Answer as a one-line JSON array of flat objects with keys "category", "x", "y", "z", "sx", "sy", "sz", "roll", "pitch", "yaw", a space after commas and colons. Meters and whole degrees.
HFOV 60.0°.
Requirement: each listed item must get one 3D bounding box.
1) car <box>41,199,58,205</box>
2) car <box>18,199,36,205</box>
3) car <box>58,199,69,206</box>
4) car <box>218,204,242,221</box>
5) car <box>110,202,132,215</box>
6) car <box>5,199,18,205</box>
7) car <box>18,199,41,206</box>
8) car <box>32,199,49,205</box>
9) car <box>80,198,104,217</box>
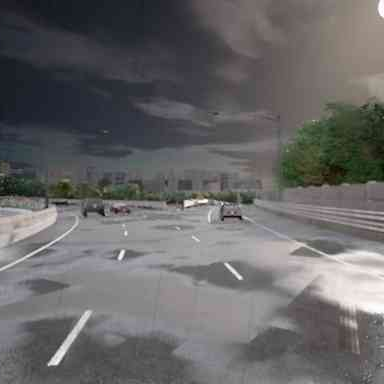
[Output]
[{"category": "car", "x": -32.999, "y": 2.362, "z": 75.126, "sx": 4.553, "sy": 1.767, "sz": 2.097, "roll": -1, "pitch": -1, "yaw": 41}, {"category": "car", "x": -40.598, "y": 2.459, "z": 81.669, "sx": 5.008, "sy": 1.535, "sz": 1.882, "roll": -1, "pitch": -1, "yaw": 36}, {"category": "car", "x": -30.641, "y": 2.483, "z": 77.714, "sx": 5.008, "sy": 1.535, "sz": 1.882, "roll": -1, "pitch": -1, "yaw": 41}, {"category": "car", "x": 3.422, "y": 1.766, "z": 29.896, "sx": 2.033, "sy": 1.411, "sz": 5.357, "roll": -1, "pitch": 0, "yaw": 2}, {"category": "car", "x": -8.785, "y": 1.971, "z": 40.603, "sx": 1.812, "sy": 1.442, "sz": 4.674, "roll": 0, "pitch": -1, "yaw": -24}, {"category": "car", "x": -42.771, "y": 2.460, "z": 78.926, "sx": 5.008, "sy": 1.535, "sz": 1.882, "roll": -1, "pitch": -1, "yaw": 36}, {"category": "car", "x": -35.636, "y": 2.605, "z": 72.788, "sx": 4.718, "sy": 1.301, "sz": 1.895, "roll": -1, "pitch": -1, "yaw": 41}, {"category": "car", "x": -38.425, "y": 2.532, "z": 84.413, "sx": 4.181, "sy": 1.385, "sz": 1.994, "roll": -1, "pitch": -1, "yaw": 36}, {"category": "car", "x": -11.428, "y": 1.676, "z": 38.080, "sx": 2.150, "sy": 2.045, "sz": 5.566, "roll": 0, "pitch": -1, "yaw": -23}]
